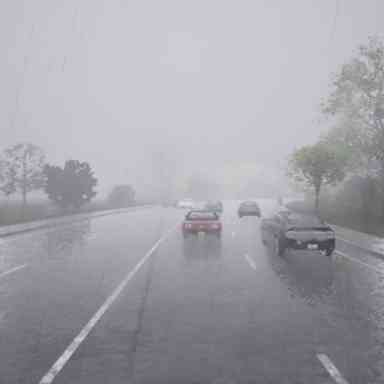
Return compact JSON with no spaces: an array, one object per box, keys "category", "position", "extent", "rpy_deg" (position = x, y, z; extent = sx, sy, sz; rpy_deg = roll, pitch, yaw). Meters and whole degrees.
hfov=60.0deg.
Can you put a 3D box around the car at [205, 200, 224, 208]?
[{"category":"car","position":[2.385,1.538,35.531],"extent":[2.033,1.411,5.357],"rpy_deg":[0,0,9]}]

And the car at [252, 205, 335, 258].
[{"category":"car","position":[3.861,1.490,12.848],"extent":[2.128,1.511,4.902],"rpy_deg":[0,0,2]}]

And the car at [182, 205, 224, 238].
[{"category":"car","position":[0.559,1.595,17.442],"extent":[1.895,1.301,4.718],"rpy_deg":[0,0,3]}]

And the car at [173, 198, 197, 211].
[{"category":"car","position":[-0.575,1.509,39.940],"extent":[1.812,1.442,4.674],"rpy_deg":[0,0,11]}]

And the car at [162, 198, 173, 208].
[{"category":"car","position":[-2.776,1.540,46.654],"extent":[1.994,1.385,4.181],"rpy_deg":[0,0,13]}]

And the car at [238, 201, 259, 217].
[{"category":"car","position":[5.351,1.560,31.336],"extent":[1.994,1.385,4.181],"rpy_deg":[0,0,7]}]
